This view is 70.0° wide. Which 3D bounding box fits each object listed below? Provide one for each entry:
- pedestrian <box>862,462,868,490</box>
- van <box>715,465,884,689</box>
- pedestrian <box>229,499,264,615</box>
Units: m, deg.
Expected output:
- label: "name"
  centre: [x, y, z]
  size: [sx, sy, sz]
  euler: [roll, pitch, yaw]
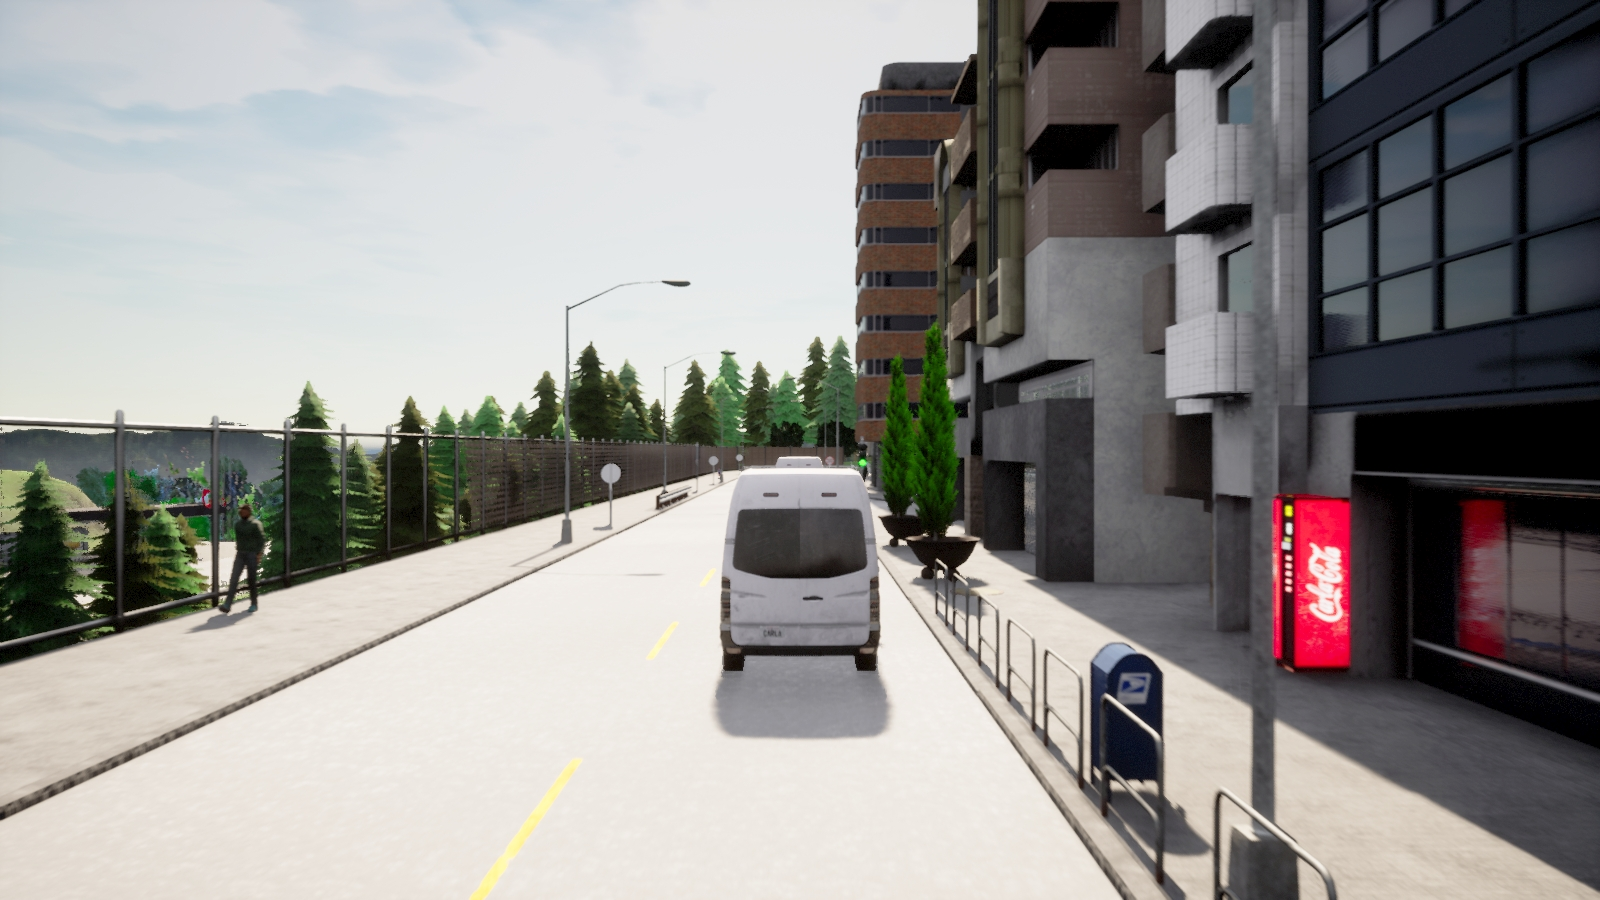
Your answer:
- label: "pedestrian"
  centre: [4.356, 1.731, 76.964]
  size: [0.375, 1.860, 0.375]
  euler: [0, 0, 2]
- label: "van"
  centre: [-0.005, 1.533, 16.398]
  size: [1.988, 2.561, 5.915]
  euler: [0, 0, 0]
- label: "pedestrian"
  centre: [-9.052, 1.743, 18.699]
  size: [0.375, 1.860, 0.375]
  euler: [0, 0, 6]
